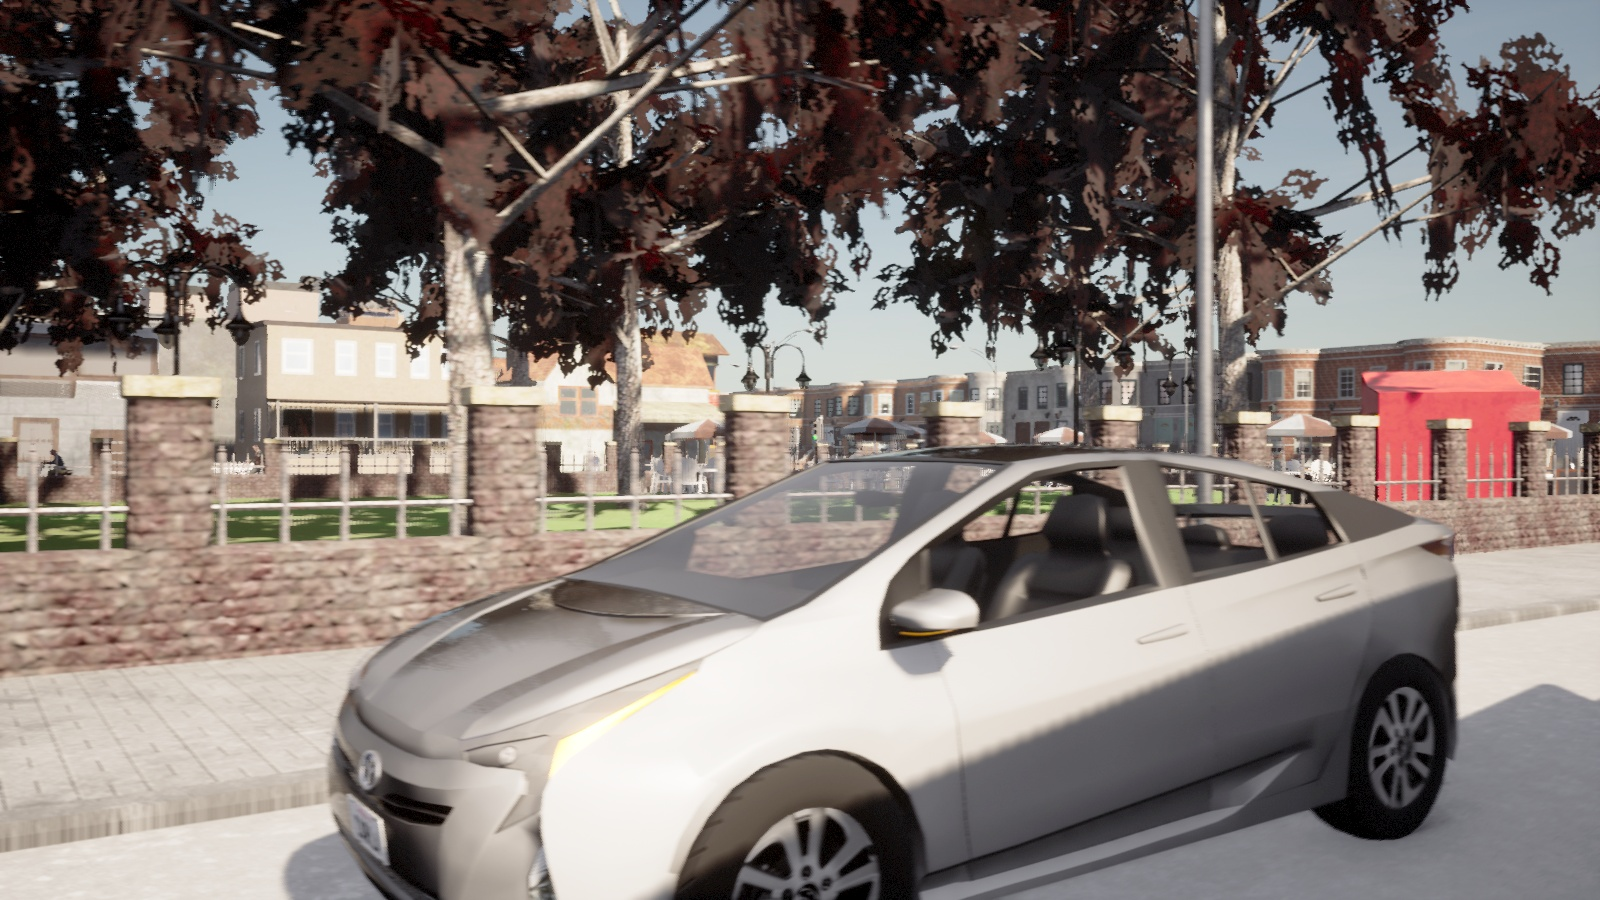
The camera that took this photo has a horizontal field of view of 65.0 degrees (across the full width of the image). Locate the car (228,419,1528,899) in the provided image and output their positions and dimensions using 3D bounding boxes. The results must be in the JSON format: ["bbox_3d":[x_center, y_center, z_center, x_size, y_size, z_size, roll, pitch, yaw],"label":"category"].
[{"bbox_3d":[0.528,0.702,4.636,4.514,1.525,2.007,0,0,-35],"label":"car"}]
